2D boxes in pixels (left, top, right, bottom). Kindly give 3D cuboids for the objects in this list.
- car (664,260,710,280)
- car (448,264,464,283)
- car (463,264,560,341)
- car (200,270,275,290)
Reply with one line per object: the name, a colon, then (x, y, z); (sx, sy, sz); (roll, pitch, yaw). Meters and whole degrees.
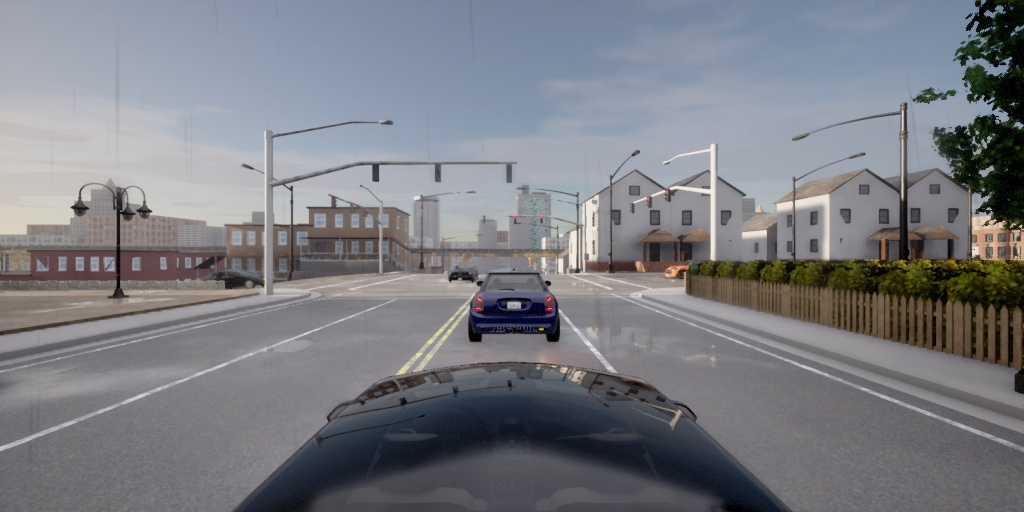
car: (15.717, 1.102, 31.105); (4.553, 1.767, 2.097); (0, 0, -1)
car: (-3.654, 1.301, 27.406); (1.895, 1.301, 4.718); (0, 0, 0)
car: (0.054, 1.102, 10.009); (2.097, 1.767, 4.553); (0, 0, 0)
car: (-20.510, 1.787, 26.815); (4.892, 1.490, 1.837); (-5, 0, -1)
